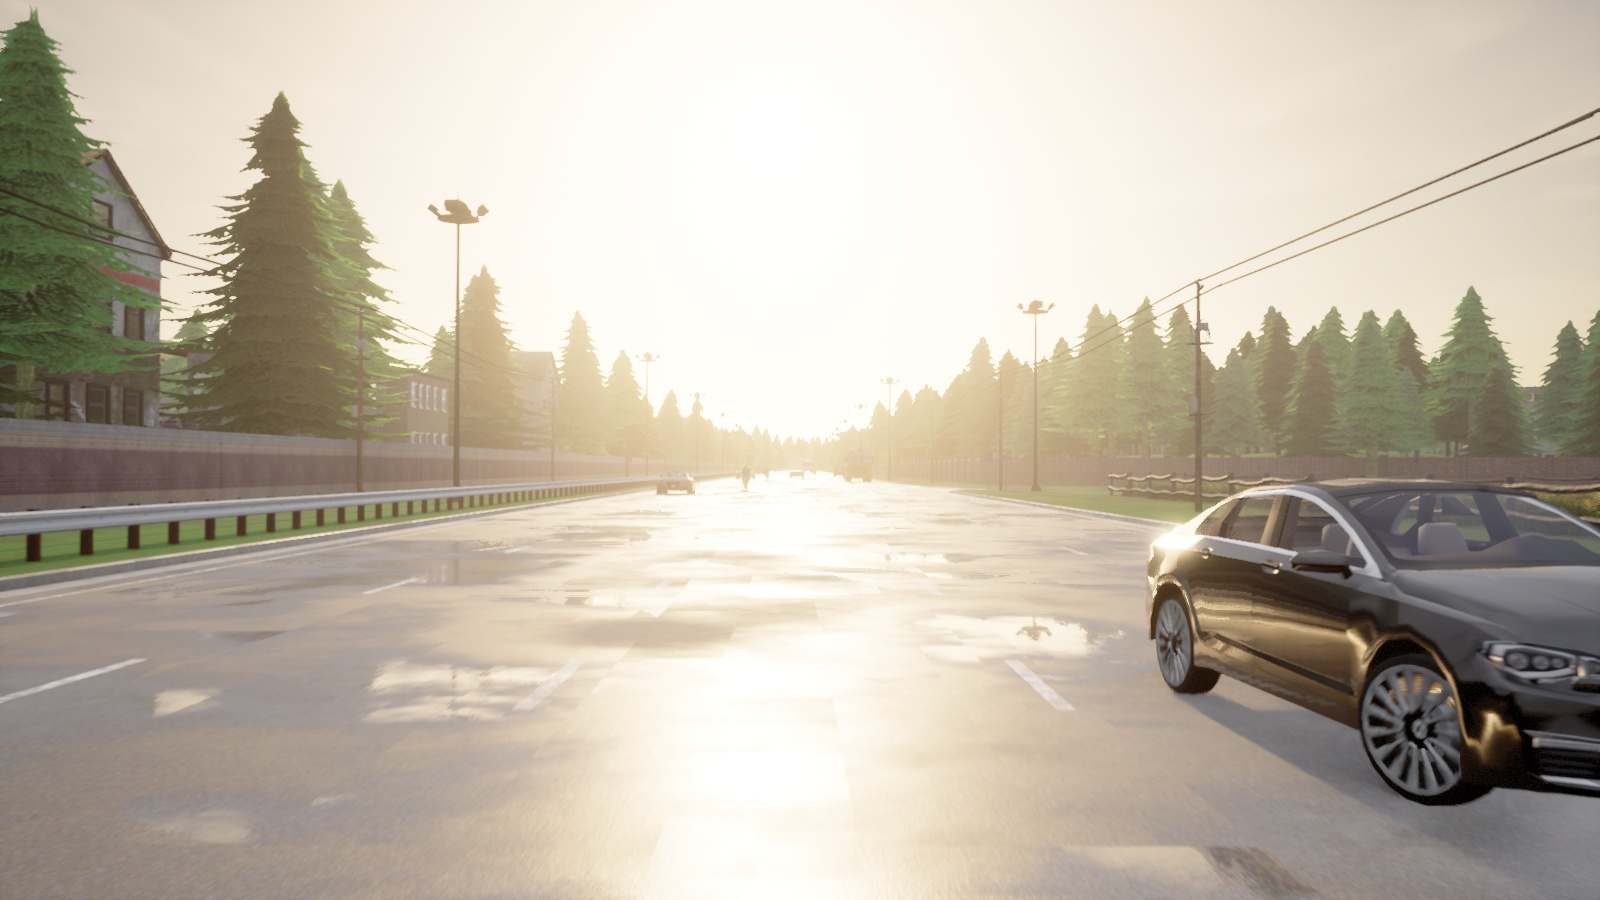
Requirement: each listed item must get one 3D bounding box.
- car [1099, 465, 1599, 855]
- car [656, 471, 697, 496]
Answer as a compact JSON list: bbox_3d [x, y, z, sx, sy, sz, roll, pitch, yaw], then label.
[{"bbox_3d":[3.642,0.855,7.459,2.128,1.511,4.902,0,-1,-6],"label":"car"},{"bbox_3d":[-7.172,1.916,73.091,1.994,1.385,4.181,0,-1,0],"label":"car"}]
